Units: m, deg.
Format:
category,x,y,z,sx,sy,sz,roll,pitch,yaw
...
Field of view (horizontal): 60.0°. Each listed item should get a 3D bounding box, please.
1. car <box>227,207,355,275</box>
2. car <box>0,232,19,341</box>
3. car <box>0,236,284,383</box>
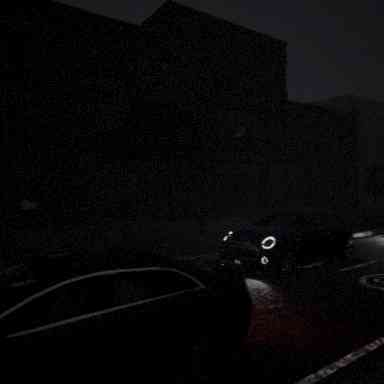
category,x,y,z,sx,sy,sz,roll,pitch,yaw
car,3.071,1.313,10.411,4.553,1.767,2.097,0,0,-35
car,-5.131,1.534,4.567,4.674,1.442,1.812,0,0,-35
car,-1.460,1.488,3.747,4.902,1.511,2.128,0,0,-35
